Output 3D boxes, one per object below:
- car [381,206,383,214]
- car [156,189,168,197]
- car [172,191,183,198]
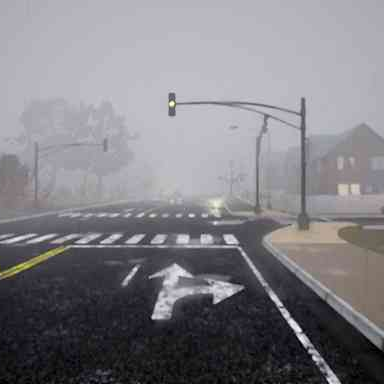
[{"bbox_3d":[13.117,0.985,18.057,4.718,1.301,1.895,-1,-1,8],"label":"car"},{"bbox_3d":[-6.261,0.211,69.122,1.882,1.535,5.008,0,1,5],"label":"car"},{"bbox_3d":[-3.026,0.530,68.800,1.812,1.442,4.674,0,1,5],"label":"car"}]
